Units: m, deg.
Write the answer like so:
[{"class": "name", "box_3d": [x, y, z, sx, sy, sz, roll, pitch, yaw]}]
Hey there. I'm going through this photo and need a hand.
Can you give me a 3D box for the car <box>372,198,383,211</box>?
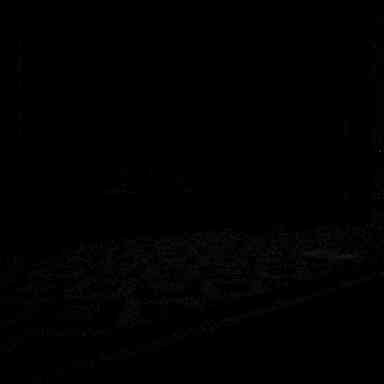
[{"class": "car", "box_3d": [19.501, 1.203, 31.612, 2.008, 1.369, 4.403, 1, 0, -35]}]
